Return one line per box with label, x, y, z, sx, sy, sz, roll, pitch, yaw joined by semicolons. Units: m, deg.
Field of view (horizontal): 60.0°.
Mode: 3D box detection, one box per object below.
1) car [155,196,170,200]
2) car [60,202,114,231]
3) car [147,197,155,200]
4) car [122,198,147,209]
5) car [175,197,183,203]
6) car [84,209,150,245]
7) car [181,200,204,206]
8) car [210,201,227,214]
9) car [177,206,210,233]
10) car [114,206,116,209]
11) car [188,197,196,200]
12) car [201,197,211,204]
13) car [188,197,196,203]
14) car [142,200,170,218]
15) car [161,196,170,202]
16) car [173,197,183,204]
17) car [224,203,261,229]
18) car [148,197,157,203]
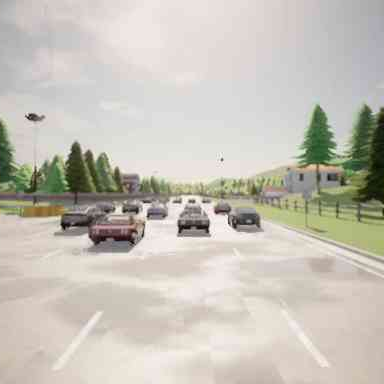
car;-7.008;2.136;78.480;1.994;1.385;4.181;0;0;0
car;-6.901;1.656;21.650;2.128;1.511;4.902;0;0;0
car;-10.508;2.106;78.096;2.128;1.511;4.902;0;0;0
car;-6.904;1.785;38.797;2.128;1.511;4.902;0;0;0
car;-3.509;2.000;88.518;1.837;1.490;4.892;0;0;0
car;-3.400;1.723;16.076;1.895;1.301;4.718;0;0;0
car;0.096;1.883;37.338;1.895;1.301;4.718;0;0;0
car;3.596;1.862;39.550;1.994;1.385;4.181;0;0;0
car;0.098;1.759;20.863;1.895;1.301;4.718;0;0;0
car;-10.403;1.863;39.555;1.994;1.385;4.181;0;0;0
car;-0.008;2.105;78.097;2.128;1.511;4.902;0;0;0
car;3.492;2.137;78.514;1.994;1.385;4.181;0;0;0
car;-0.009;2.052;88.518;1.994;1.385;4.181;0;0;0
car;-3.404;1.800;33.464;2.033;1.411;5.357;0;0;0
car;-7.009;1.855;88.489;2.097;1.767;4.553;0;0;0
car;-3.508;2.137;78.513;1.994;1.385;4.181;0;0;0
car;3.583;1.702;23.250;1.812;1.442;4.674;0;0;0
car;-10.509;2.024;88.517;1.812;1.442;4.674;0;0;0
